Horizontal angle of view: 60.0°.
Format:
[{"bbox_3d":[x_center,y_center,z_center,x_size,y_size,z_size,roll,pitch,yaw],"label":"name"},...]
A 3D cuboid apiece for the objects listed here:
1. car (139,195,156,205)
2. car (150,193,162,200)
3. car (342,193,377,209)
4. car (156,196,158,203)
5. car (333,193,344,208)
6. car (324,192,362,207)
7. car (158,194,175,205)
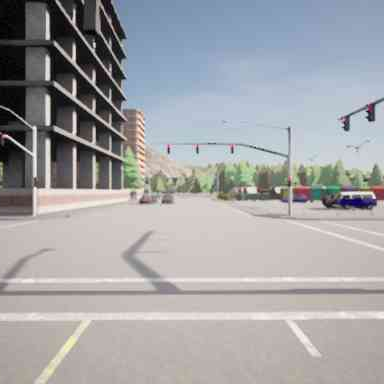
[{"bbox_3d":[-7.606,1.350,55.296,1.882,1.535,5.008,0,0,0],"label":"car"},{"bbox_3d":[-7.592,0.991,70.997,2.033,1.411,5.357,0,0,0],"label":"car"},{"bbox_3d":[24.782,1.334,49.055,3.806,1.475,1.970,0,0,0],"label":"car"},{"bbox_3d":[-7.563,1.357,63.020,1.837,1.490,4.892,0,1,0],"label":"car"},{"bbox_3d":[24.792,1.296,51.950,3.905,1.438,1.784,0,0,0],"label":"car"},{"bbox_3d":[24.751,1.079,54.633,4.605,1.855,1.932,0,0,0],"label":"car"},{"bbox_3d":[-4.096,1.221,57.017,2.097,1.767,4.553,0,0,0],"label":"car"}]
